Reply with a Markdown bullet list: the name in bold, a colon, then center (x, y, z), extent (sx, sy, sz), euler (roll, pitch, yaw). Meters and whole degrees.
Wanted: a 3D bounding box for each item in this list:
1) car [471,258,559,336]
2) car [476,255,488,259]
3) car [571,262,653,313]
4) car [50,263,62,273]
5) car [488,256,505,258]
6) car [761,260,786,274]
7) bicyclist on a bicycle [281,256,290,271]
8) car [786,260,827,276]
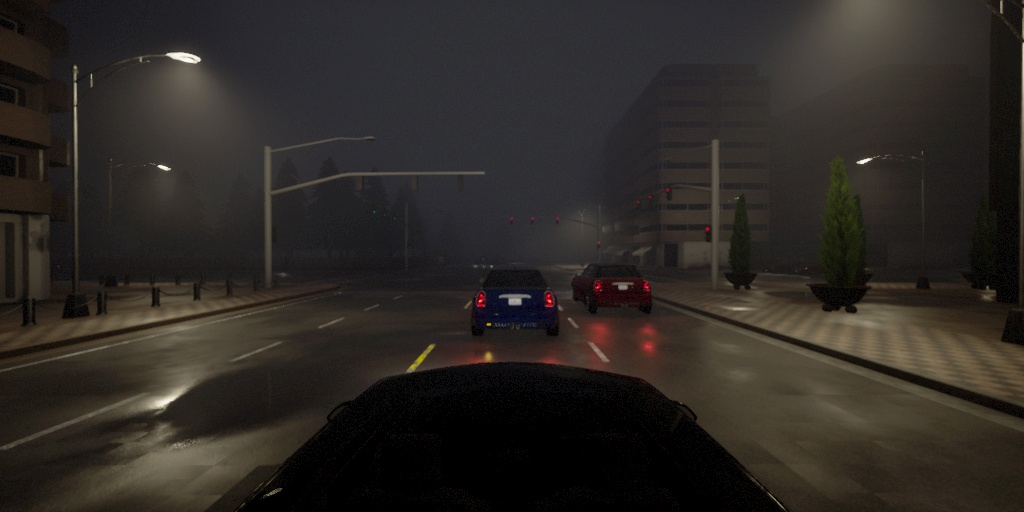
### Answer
- **car**: center (0.087, 1.045, 10.320), extent (2.097, 1.767, 4.553), euler (0, 0, 0)
- **car**: center (-5.244, 0.688, 63.962), extent (2.097, 1.767, 4.553), euler (0, 0, 15)
- **car**: center (3.608, 1.023, 13.744), extent (2.097, 1.767, 4.553), euler (0, 1, 0)
- **car**: center (-49.501, 1.120, 36.625), extent (5.357, 1.411, 2.033), euler (0, 0, 0)
- **car**: center (-2.158, 0.828, 61.908), extent (1.882, 1.535, 5.008), euler (0, 0, 13)
- **car**: center (28.843, 1.119, 36.944), extent (5.357, 1.411, 2.033), euler (0, 0, 0)
- **bicyclist on a bicycle**: center (-25.594, 0.848, 40.541), extent (0.582, 1.620, 1.656), euler (0, 1, 0)
- **car**: center (28.854, 1.121, 33.444), extent (4.674, 1.442, 1.812), euler (0, 0, 0)
